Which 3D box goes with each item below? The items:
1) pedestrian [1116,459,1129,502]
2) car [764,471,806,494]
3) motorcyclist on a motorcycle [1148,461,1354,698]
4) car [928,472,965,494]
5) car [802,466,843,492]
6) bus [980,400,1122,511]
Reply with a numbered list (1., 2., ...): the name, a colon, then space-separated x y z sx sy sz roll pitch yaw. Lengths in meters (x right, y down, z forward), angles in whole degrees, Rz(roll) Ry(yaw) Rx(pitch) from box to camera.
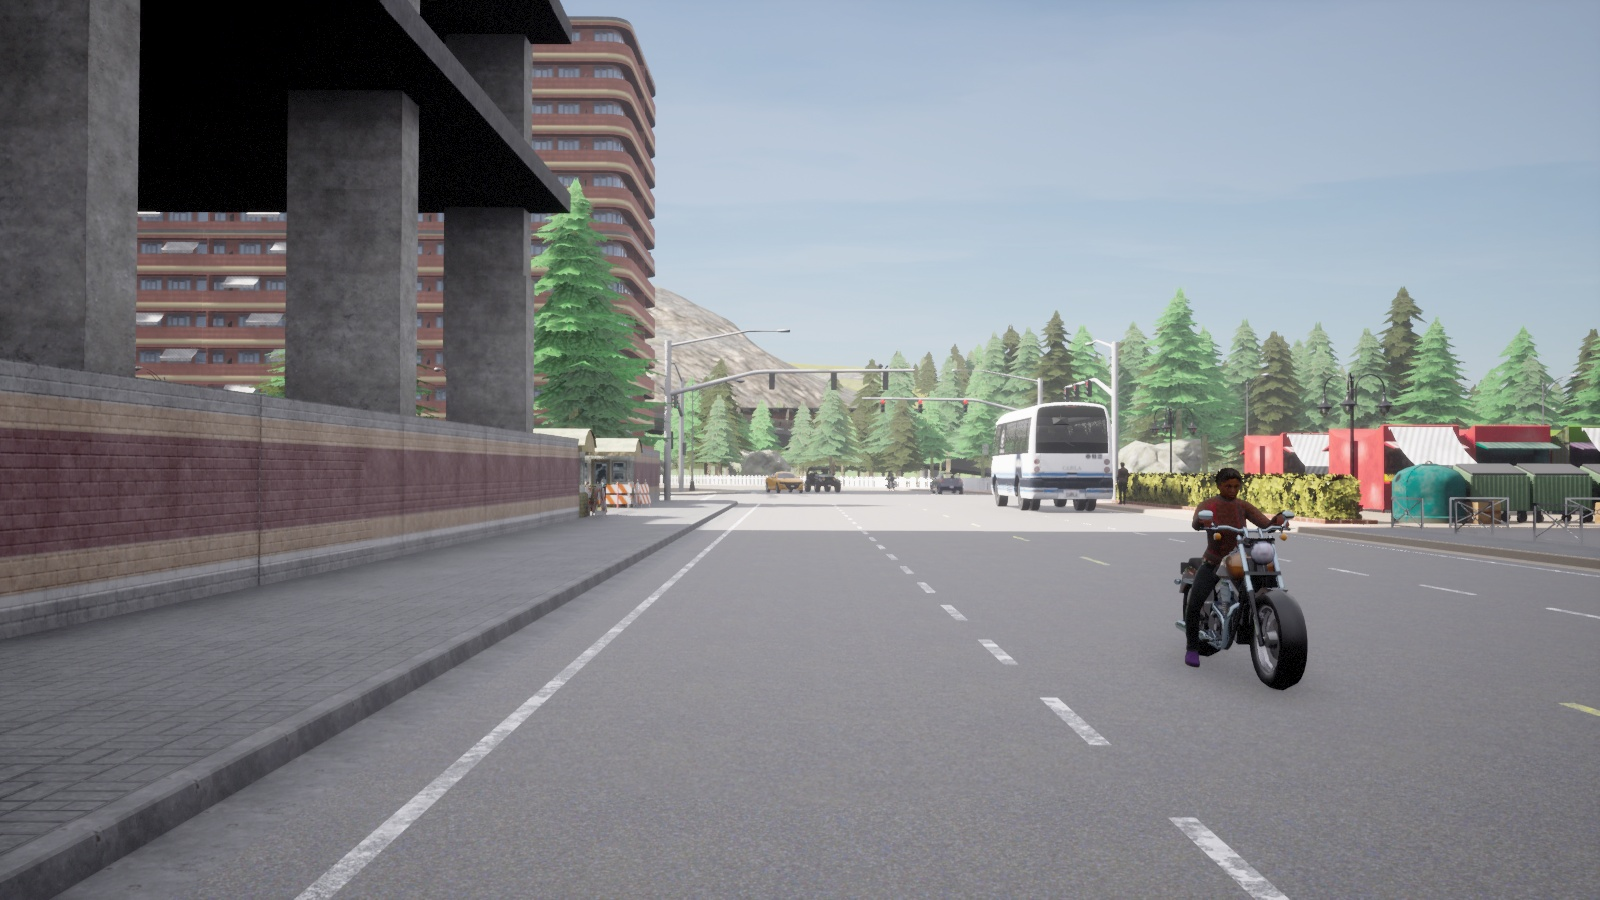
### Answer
1. pedestrian: 13.807 1.313 53.730 0.328 1.805 0.869 0 -1 1
2. car: -1.119 2.303 89.900 1.882 1.535 5.008 0 -1 -15
3. motorcyclist on a motorcycle: 3.475 0.918 9.942 0.766 1.649 2.350 0 -1 0
4. car: 10.051 2.233 86.258 1.845 1.501 3.633 0 -1 -4
5. car: 1.646 2.164 93.155 1.905 1.878 3.866 0 -1 -18
6. bus: 10.362 0.289 53.273 3.944 4.253 10.273 0 -1 0
